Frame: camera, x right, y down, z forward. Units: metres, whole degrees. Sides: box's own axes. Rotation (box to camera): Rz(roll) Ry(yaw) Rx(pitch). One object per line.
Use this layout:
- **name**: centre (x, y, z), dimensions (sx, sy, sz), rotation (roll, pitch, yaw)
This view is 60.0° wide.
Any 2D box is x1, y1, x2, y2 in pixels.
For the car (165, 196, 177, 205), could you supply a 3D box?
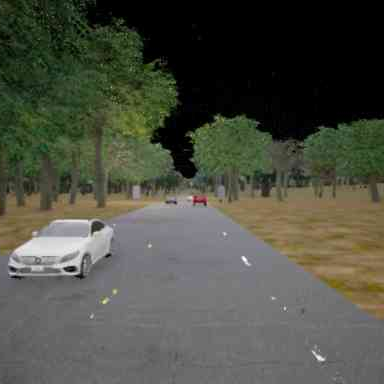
- **car**: centre (-3.554, 1.449, 57.133), dimensions (1.882, 1.535, 5.008), rotation (0, 0, 0)

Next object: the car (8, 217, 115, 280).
- **car**: centre (-3.602, 1.519, 10.081), dimensions (1.812, 1.442, 4.674), rotation (0, 0, 0)

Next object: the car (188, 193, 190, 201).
- **car**: centre (0.001, 1.406, 73.219), dimensions (1.895, 1.301, 4.718), rotation (0, 0, 0)

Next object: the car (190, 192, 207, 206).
- **car**: centre (1.225, 1.197, 53.727), dimensions (2.150, 2.045, 5.566), rotation (0, 0, 0)
